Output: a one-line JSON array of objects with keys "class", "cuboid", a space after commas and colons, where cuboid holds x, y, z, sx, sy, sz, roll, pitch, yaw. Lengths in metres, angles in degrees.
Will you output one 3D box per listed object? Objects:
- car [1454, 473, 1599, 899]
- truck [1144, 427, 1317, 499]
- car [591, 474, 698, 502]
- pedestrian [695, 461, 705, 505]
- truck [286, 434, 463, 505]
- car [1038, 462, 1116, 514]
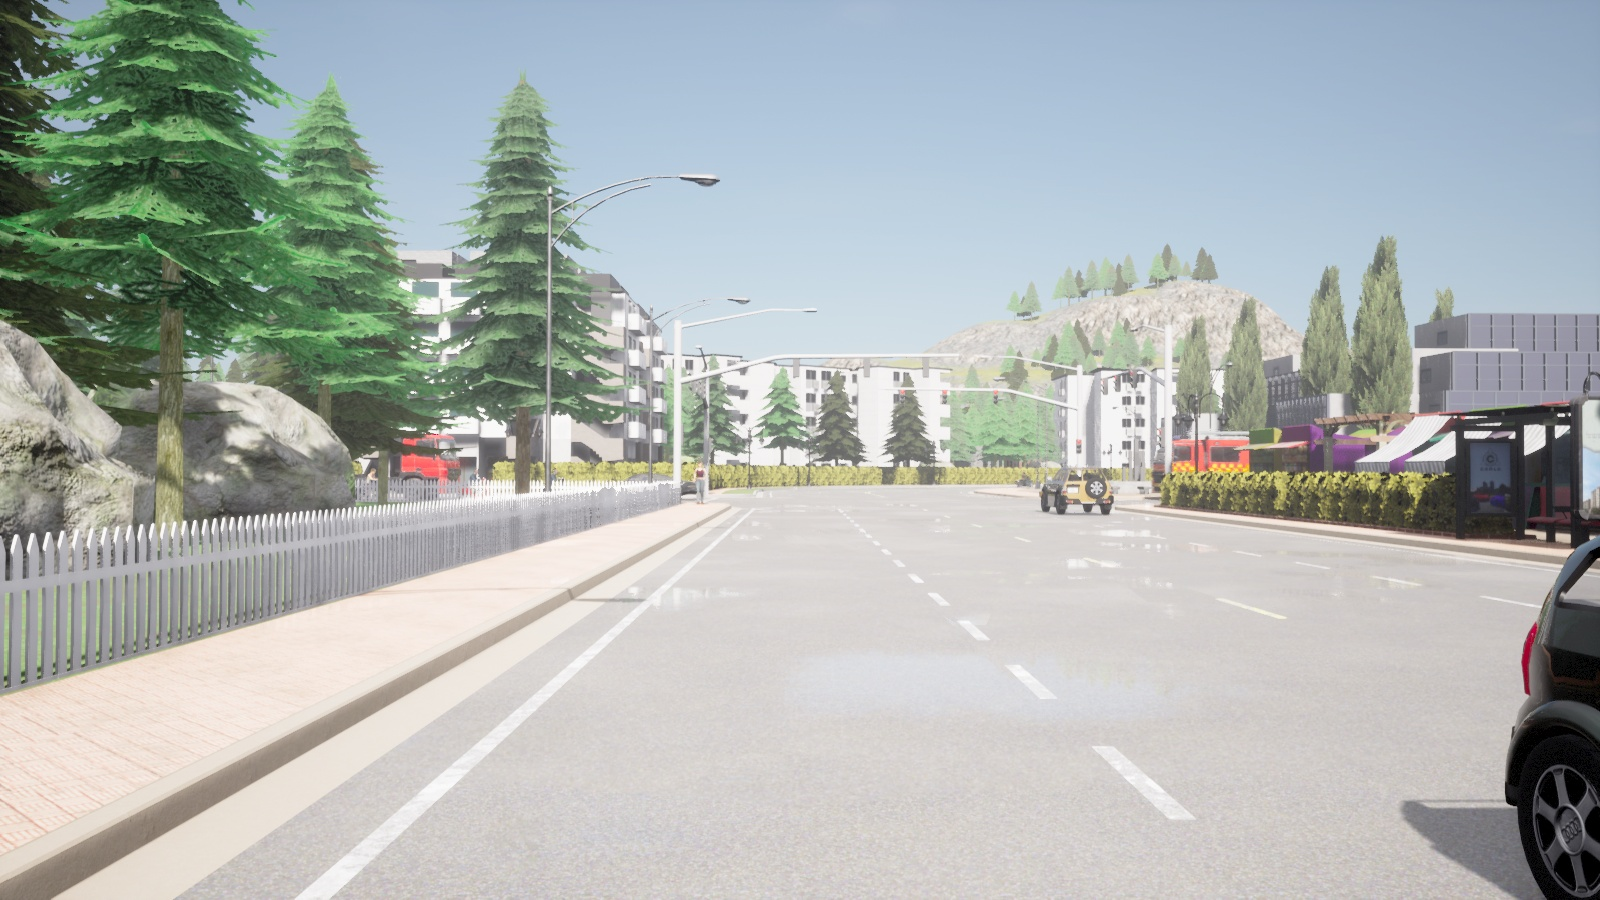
[{"class": "car", "cuboid": [3.491, 0.832, 3.103, 1.789, 1.549, 3.705, 0, -1, 0]}, {"class": "truck", "cuboid": [23.618, 0.721, 69.216, 8.468, 3.827, 2.891, 0, -1, 1]}, {"class": "car", "cuboid": [-8.187, 2.013, 66.416, 5.357, 1.411, 2.033, 0, -1, 1]}, {"class": "pedestrian", "cuboid": [-4.130, 1.365, 51.999, 0.345, 1.836, 0.594, 0, -1, 0]}, {"class": "truck", "cuboid": [-21.319, 0.983, 63.230, 7.936, 3.462, 2.891, 0, -1, 1]}, {"class": "car", "cuboid": [10.378, 1.387, 47.345, 1.932, 1.855, 4.605, 0, -1, 0]}]
